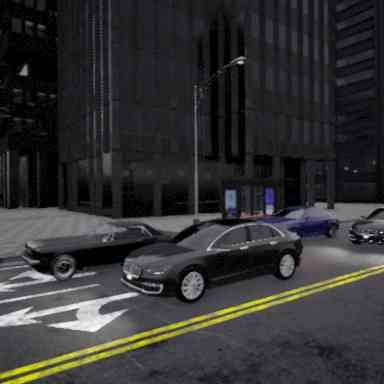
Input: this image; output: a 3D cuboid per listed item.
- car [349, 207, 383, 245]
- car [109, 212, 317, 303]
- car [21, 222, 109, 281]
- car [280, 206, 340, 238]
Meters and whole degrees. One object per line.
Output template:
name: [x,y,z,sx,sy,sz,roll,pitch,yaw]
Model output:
car: [8.371,1.357,13.632,4.892,1.490,1.837,-1,0,-36]
car: [0.710,1.452,8.171,4.892,1.490,1.837,-1,0,-35]
car: [-2.436,1.564,9.942,4.718,1.301,1.895,-1,0,-35]
car: [4.862,1.398,15.111,4.674,1.442,1.812,-1,0,-35]
